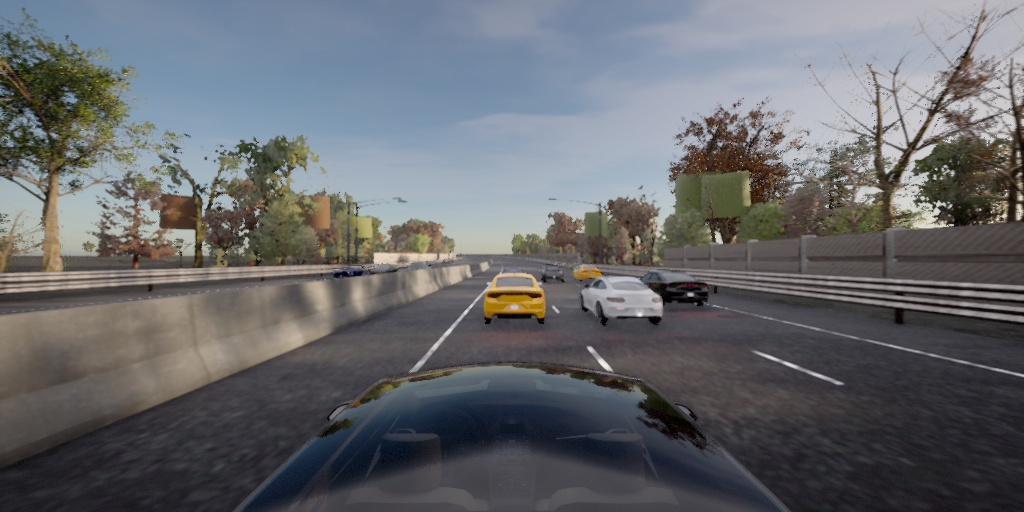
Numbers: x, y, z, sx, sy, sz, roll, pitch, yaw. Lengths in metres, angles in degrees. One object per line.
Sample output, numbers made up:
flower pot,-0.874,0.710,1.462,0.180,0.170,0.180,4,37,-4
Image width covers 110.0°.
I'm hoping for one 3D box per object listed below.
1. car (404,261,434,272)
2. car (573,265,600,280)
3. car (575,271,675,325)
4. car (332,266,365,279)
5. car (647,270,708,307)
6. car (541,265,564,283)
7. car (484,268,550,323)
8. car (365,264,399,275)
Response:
car,-10.596,1.549,40.183,2.097,1.767,4.553,0,-1,0
car,7.098,1.609,34.397,1.882,1.535,5.008,0,-1,0
car,3.582,1.401,12.348,1.812,1.442,4.674,0,0,0
car,-17.596,1.784,39.110,1.895,1.301,4.718,0,-1,0
car,7.091,1.404,16.704,1.882,1.535,5.008,0,0,0
car,3.595,1.604,32.840,2.128,1.511,4.902,0,-1,0
car,0.084,1.358,12.816,1.882,1.535,5.008,0,-1,0
car,-14.096,1.669,39.767,1.882,1.535,5.008,0,-1,0
